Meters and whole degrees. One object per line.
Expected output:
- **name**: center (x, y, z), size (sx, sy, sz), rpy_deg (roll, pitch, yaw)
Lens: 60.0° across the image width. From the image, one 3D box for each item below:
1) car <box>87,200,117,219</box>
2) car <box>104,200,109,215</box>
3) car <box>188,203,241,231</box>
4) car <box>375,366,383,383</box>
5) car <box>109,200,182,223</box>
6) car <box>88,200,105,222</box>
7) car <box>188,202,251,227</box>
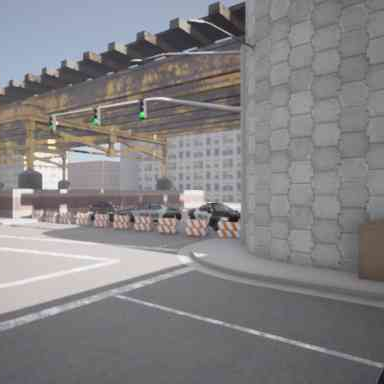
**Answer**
- **car**: center (-6.905, 1.281, 26.005), size (1.853, 1.218, 4.536), rpy_deg (0, 0, -10)
- **car**: center (-3.197, 1.442, 23.205), size (4.974, 1.542, 2.038), rpy_deg (0, 0, 0)
- **car**: center (1.576, 1.446, 20.627), size (2.038, 1.542, 4.974), rpy_deg (0, 0, -25)
- **car**: center (3.477, 1.602, 1.492), size (4.718, 1.301, 1.895), rpy_deg (0, 0, 36)
- **car**: center (-3.145, 1.284, 23.205), size (4.536, 1.218, 1.853), rpy_deg (0, 0, 0)
- **car**: center (-6.896, 1.439, 25.954), size (2.038, 1.542, 4.974), rpy_deg (0, 0, -10)
- **car**: center (1.554, 1.288, 20.674), size (1.853, 1.218, 4.536), rpy_deg (0, 0, -25)
